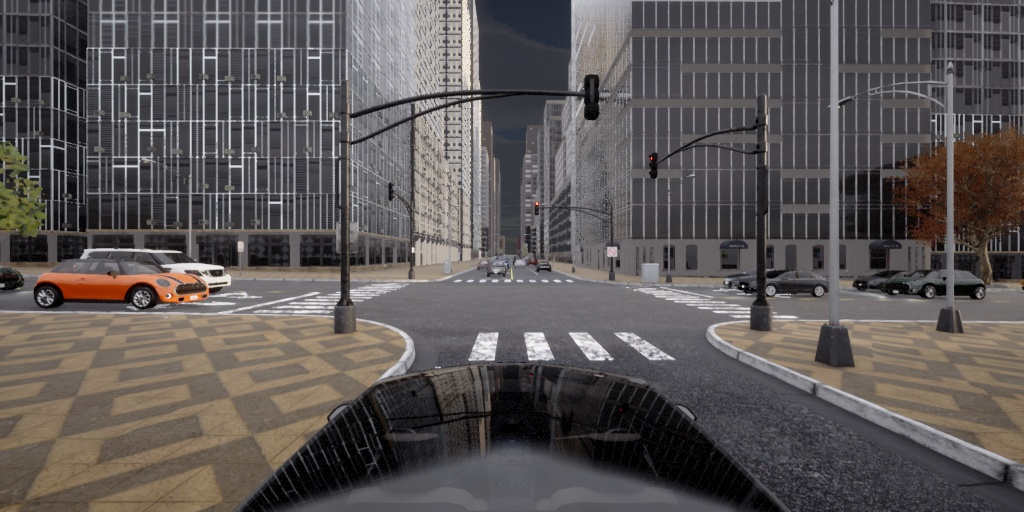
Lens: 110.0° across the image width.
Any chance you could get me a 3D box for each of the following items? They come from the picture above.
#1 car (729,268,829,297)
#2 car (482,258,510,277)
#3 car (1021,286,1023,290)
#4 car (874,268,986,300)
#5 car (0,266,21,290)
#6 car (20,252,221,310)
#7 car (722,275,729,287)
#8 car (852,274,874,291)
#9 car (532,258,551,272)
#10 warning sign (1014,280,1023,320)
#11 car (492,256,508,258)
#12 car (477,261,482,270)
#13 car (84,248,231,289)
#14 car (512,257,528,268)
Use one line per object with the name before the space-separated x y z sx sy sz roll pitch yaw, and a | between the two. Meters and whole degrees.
car | 15.808 1.564 20.930 4.892 1.490 1.837 1 0 -4
car | -1.477 1.258 35.758 2.128 1.511 4.902 0 0 0
car | 39.064 1.980 25.224 4.892 1.490 1.837 1 0 -2
car | 24.979 1.575 21.337 4.553 1.767 2.097 1 0 -3
car | -24.623 0.674 15.615 4.553 1.767 2.097 1 0 -3
car | -13.727 0.875 12.856 4.553 1.767 2.097 1 0 -3
car | 16.897 1.569 24.223 4.902 1.511 2.128 1 0 -3
car | 26.281 1.750 24.651 4.892 1.490 1.837 1 0 -3
car | 3.949 1.328 45.336 1.948 1.339 4.313 0 0 0
warning sign | 17.279 1.204 11.527 1.060 1.860 1.300 0 0 -3
car | -1.553 0.977 56.601 2.150 2.045 5.566 0 0 -1
car | -4.001 1.341 50.833 1.802 1.307 4.207 0 0 0
car | -15.928 0.704 16.009 5.566 2.045 2.150 1 0 -3
car | 1.369 1.277 62.859 1.812 1.442 4.674 0 0 0
